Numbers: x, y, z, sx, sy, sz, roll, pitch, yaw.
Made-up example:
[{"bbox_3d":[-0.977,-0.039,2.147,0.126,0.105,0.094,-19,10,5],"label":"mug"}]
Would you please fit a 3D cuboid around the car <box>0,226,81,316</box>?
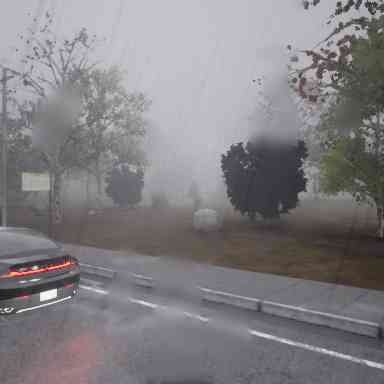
[{"bbox_3d":[-4.375,1.505,7.111,4.892,1.490,1.837,0,0,37],"label":"car"}]
